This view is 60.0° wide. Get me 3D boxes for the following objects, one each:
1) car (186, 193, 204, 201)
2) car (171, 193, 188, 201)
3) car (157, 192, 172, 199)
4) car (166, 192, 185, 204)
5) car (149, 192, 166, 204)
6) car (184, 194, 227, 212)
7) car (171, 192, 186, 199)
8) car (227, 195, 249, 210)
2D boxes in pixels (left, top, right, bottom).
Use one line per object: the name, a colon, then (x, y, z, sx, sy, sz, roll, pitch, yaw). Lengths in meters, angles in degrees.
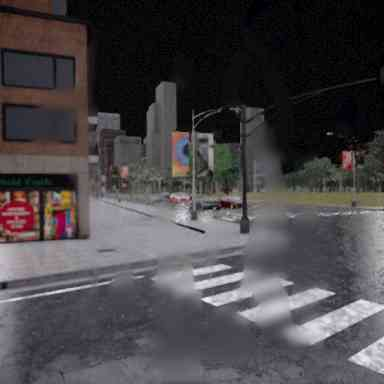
car: (0.527, 0.974, 64.510, 1.895, 1.301, 4.718, -1, 1, -21)
car: (-2.505, 0.946, 63.338, 1.812, 1.442, 4.674, -1, 1, -21)
car: (-6.015, 0.775, 72.660, 1.837, 1.490, 4.892, -1, 1, -21)
car: (-1.996, 0.873, 52.518, 2.097, 1.767, 4.553, -1, 1, -20)
car: (-5.421, 1.127, 52.408, 1.994, 1.385, 4.181, -1, 1, -20)
car: (1.251, 1.209, 34.630, 2.033, 1.411, 5.357, -1, 1, -21)
car: (-2.974, 0.705, 73.805, 1.882, 1.535, 5.008, -1, 1, -21)
car: (4.318, 1.091, 35.706, 1.882, 1.535, 5.008, -1, 1, -21)
